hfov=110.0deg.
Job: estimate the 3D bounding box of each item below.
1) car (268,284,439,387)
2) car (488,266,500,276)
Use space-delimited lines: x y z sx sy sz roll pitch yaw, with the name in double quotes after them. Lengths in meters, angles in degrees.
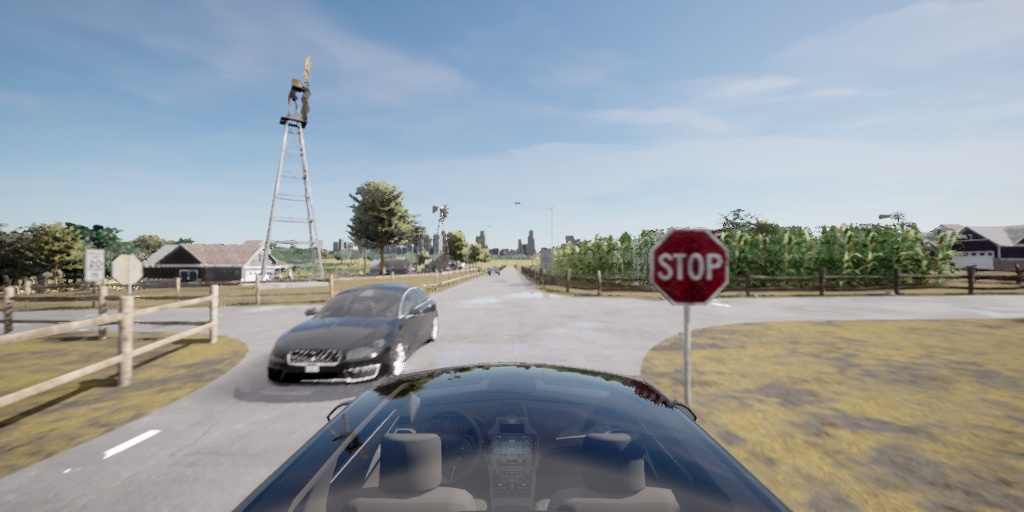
-2.767 1.365 7.386 1.837 1.490 4.892 0 -1 0 "car"
-2.816 2.338 56.940 2.128 1.511 4.902 0 -1 0 "car"
